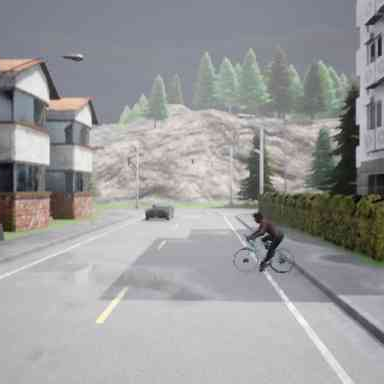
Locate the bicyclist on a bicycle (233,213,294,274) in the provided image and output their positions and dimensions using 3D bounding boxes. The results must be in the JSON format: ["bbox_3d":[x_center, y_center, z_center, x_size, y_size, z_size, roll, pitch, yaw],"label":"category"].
[{"bbox_3d":[1.938,1.395,8.964,1.656,1.620,0.582,0,0,2],"label":"bicyclist on a bicycle"}]

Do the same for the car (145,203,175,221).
[{"bbox_3d":[-2.529,1.550,26.692,1.895,1.301,4.718,0,0,2],"label":"car"}]
